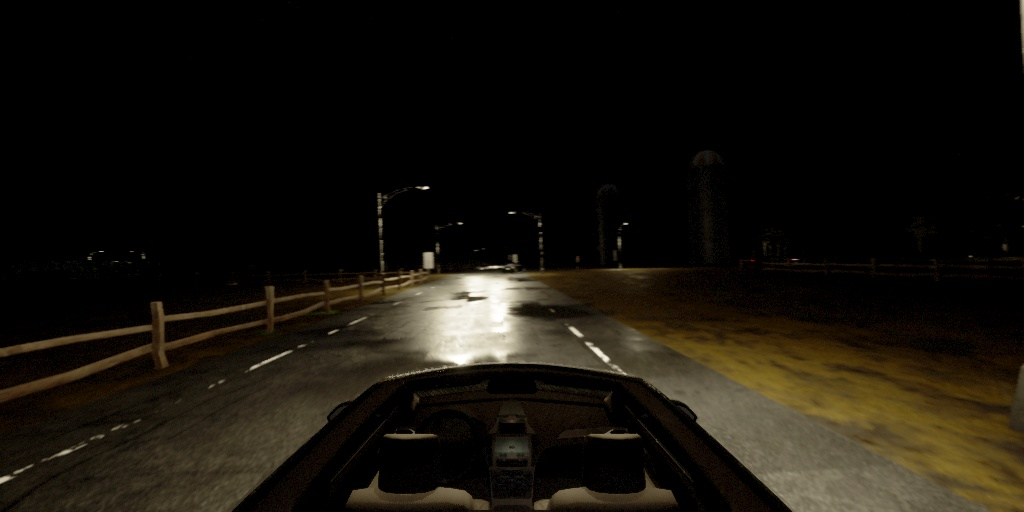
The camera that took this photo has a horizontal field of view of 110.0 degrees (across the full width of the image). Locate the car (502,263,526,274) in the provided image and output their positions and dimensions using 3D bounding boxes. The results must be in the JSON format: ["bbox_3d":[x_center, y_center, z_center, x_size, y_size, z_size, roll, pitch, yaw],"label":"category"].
[{"bbox_3d":[0.322,1.687,49.504,1.994,1.385,4.181,-4,-1,27],"label":"car"}]
